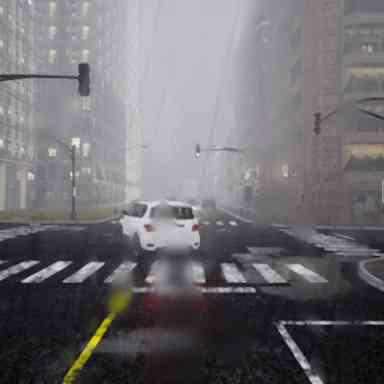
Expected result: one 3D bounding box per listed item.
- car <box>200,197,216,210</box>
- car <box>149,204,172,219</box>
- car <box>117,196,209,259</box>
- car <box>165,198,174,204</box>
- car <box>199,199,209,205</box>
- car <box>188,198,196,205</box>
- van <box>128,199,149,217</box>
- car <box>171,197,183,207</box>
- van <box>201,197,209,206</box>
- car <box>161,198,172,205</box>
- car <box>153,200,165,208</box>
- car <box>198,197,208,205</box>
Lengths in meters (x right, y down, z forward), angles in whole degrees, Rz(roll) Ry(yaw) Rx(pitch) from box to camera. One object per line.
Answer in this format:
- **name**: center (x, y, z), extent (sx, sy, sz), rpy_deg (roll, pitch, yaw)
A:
- **car**: center (2.686, 1.800, 52.550), extent (2.192, 1.841, 5.009), rpy_deg (0, -1, 0)
- **car**: center (-3.097, 1.905, 33.420), extent (1.895, 1.301, 4.718), rpy_deg (0, 0, 0)
- **car**: center (-1.542, 1.353, 13.573), extent (2.150, 2.045, 5.566), rpy_deg (2, 0, -22)
- **car**: center (-5.696, 2.357, 85.850), extent (2.008, 1.369, 4.403), rpy_deg (0, -1, 0)
- **car**: center (2.685, 2.248, 74.750), extent (2.008, 1.369, 4.403), rpy_deg (0, -1, 0)
- **car**: center (-0.002, 2.032, 75.396), extent (1.882, 1.535, 5.008), rpy_deg (0, -1, 0)
- **van**: center (-5.694, 1.669, 35.896), extent (1.690, 1.788, 3.998), rpy_deg (0, -1, 0)
- **car**: center (-3.002, 1.975, 67.001), extent (2.097, 1.767, 4.553), rpy_deg (0, -1, 0)
- **van**: center (2.684, 1.985, 69.201), extent (1.690, 1.788, 3.998), rpy_deg (0, -1, 0)
- **car**: center (-5.696, 2.138, 74.749), extent (1.967, 1.590, 4.097), rpy_deg (0, -1, 0)
- **car**: center (-5.695, 2.061, 57.927), extent (1.752, 1.417, 4.829), rpy_deg (0, -1, 0)
- **car**: center (2.684, 2.067, 80.303), extent (2.192, 1.841, 5.009), rpy_deg (0, -1, 0)
